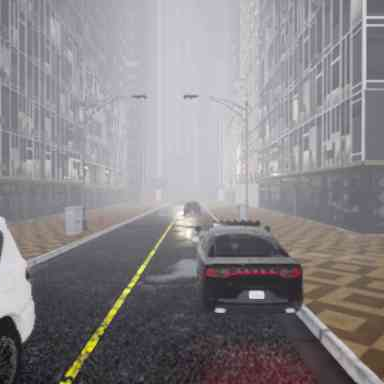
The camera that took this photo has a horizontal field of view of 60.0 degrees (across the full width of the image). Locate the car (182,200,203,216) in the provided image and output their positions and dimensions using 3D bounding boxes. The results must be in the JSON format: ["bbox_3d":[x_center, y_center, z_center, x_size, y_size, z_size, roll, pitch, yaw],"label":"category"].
[{"bbox_3d":[0.044,1.744,35.817,1.837,1.490,4.892,0,0,0],"label":"car"}]

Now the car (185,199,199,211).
[{"bbox_3d":[-0.012,1.791,46.157,1.882,1.535,5.008,0,0,0],"label":"car"}]

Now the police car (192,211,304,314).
[{"bbox_3d":[1.044,1.477,7.960,1.930,1.638,5.238,0,0,0],"label":"police car"}]

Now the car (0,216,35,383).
[{"bbox_3d":[-3.000,1.234,1.858,2.150,2.045,5.566,0,0,0],"label":"car"}]
